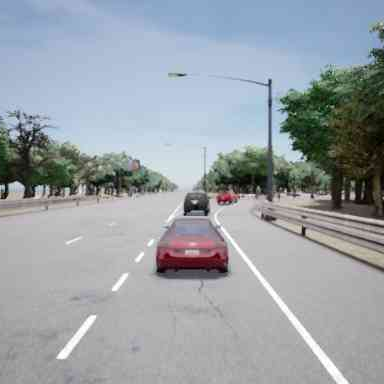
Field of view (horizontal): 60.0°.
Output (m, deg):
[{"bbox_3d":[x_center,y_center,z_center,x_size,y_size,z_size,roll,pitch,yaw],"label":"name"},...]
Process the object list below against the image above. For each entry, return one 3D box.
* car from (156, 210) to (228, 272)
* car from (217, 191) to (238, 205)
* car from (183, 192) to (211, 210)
[{"bbox_3d":[0.008,1.497,10.491,1.994,1.385,4.181,0,0,0],"label":"car"},{"bbox_3d":[5.625,0.897,52.223,2.150,2.045,5.566,0,0,21],"label":"car"},{"bbox_3d":[0.533,1.019,30.860,2.150,2.045,5.566,0,0,6],"label":"car"}]
